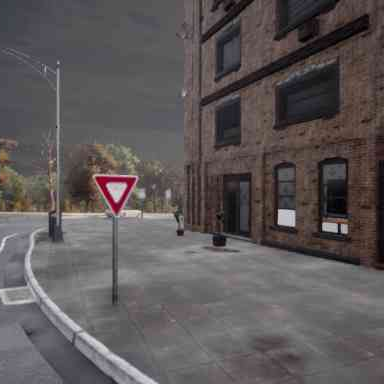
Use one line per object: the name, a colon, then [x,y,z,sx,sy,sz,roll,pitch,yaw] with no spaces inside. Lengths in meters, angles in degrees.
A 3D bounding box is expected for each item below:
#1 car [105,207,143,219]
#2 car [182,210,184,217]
car: [-7.448,2.280,37.223,1.895,1.301,4.718,0,-3,26]
car: [0.112,3.149,51.587,1.812,1.442,4.674,0,-3,28]
